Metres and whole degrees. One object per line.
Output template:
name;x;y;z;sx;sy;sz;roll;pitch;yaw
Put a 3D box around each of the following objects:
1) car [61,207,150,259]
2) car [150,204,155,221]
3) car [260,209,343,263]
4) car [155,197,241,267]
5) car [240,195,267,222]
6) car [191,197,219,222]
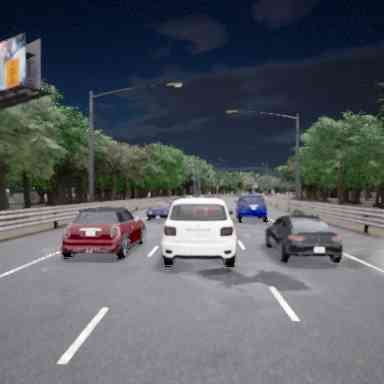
car;-3.149;1.349;12.785;2.097;1.767;4.553;0;0;3
car;-2.348;1.600;27.175;1.895;1.301;4.718;0;0;5
car;3.811;1.525;11.914;1.812;1.442;4.674;0;0;3
car;0.290;1.222;11.605;2.150;2.045;5.566;0;0;3
car;4.591;1.223;26.196;2.150;2.045;5.566;0;0;5
car;1.195;1.351;27.471;2.097;1.767;4.553;0;0;5
